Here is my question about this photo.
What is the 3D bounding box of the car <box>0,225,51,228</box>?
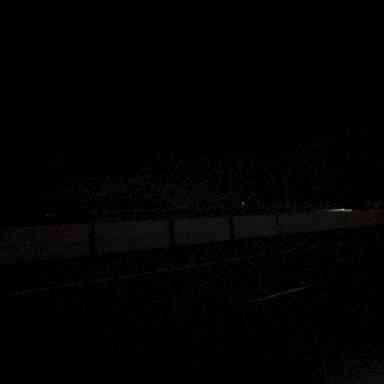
[{"bbox_3d":[-10.378,1.571,18.092,4.902,1.511,2.128,0,0,-36],"label":"car"}]

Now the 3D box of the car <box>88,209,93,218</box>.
[{"bbox_3d":[-10.740,1.679,26.508,5.357,1.411,2.033,1,0,-36],"label":"car"}]
